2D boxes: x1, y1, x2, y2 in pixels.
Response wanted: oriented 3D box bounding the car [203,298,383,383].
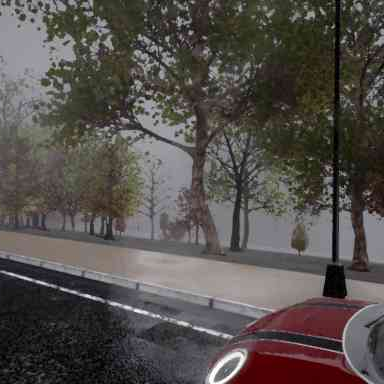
[{"bbox_3d":[2.238,1.352,2.079,4.553,1.767,2.097,0,0,36],"label":"car"}]
